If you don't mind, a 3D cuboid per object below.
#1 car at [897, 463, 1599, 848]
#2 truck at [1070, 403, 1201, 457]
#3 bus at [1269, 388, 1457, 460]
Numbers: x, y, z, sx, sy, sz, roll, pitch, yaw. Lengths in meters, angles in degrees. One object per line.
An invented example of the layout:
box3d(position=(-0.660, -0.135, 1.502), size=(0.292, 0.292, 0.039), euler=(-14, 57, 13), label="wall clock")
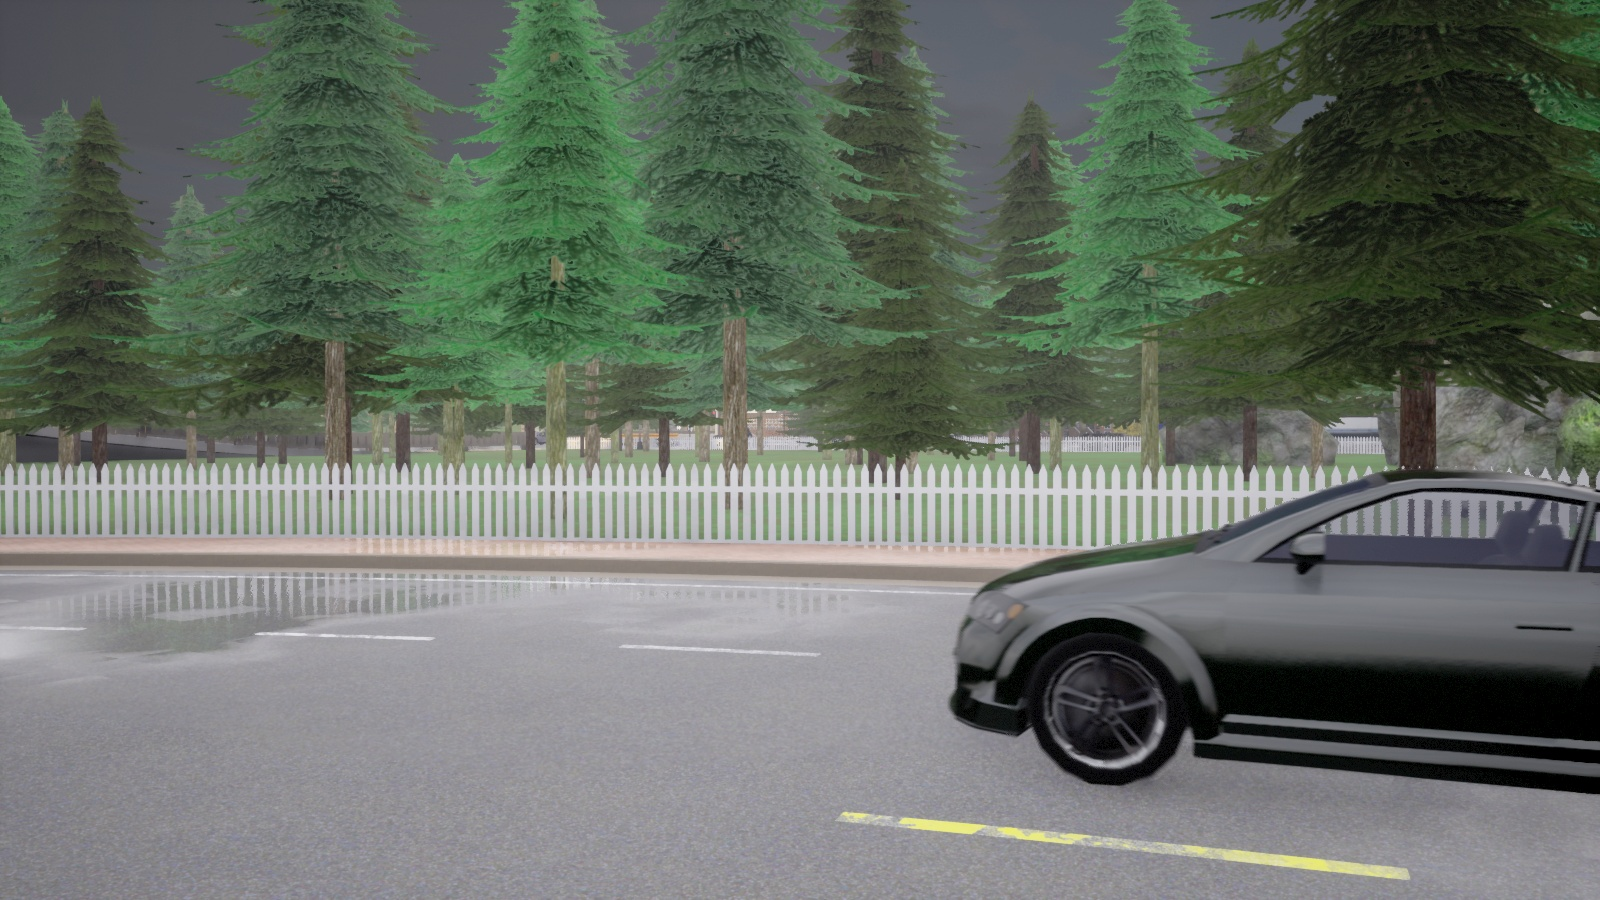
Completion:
box3d(position=(2.765, 0.805, 5.965), size=(4.181, 1.385, 1.994), euler=(1, 1, 22), label="car")
box3d(position=(22.241, -1.352, 83.439), size=(7.936, 3.462, 2.891), euler=(1, 1, 33), label="truck")
box3d(position=(35.381, -1.628, 79.101), size=(10.273, 4.253, 3.944), euler=(1, 1, 33), label="bus")
